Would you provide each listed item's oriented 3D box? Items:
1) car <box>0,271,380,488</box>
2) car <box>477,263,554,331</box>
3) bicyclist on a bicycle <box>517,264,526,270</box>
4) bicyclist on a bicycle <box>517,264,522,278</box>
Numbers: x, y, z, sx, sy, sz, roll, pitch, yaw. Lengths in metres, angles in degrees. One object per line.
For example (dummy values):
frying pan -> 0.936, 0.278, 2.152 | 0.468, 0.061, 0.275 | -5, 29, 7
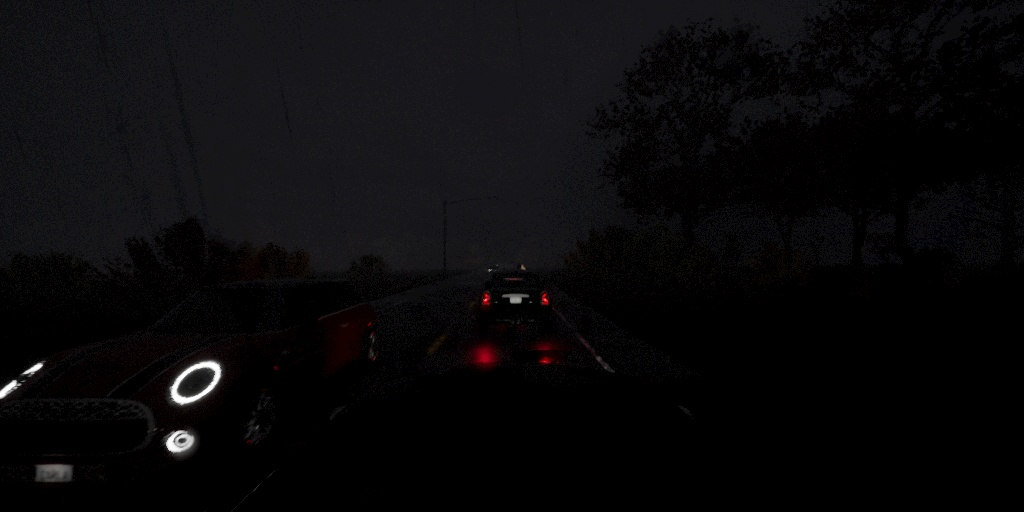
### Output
car -> -3.604, 1.143, 5.070 | 2.097, 1.767, 4.553 | 0, -1, 0
car -> 0.093, 1.225, 11.670 | 2.097, 1.767, 4.553 | 0, -1, 0
bicyclist on a bicycle -> 0.896, 1.545, 31.032 | 0.866, 1.612, 1.509 | 0, -1, 0
bicyclist on a bicycle -> 0.836, 1.685, 41.148 | 0.582, 1.620, 1.656 | 0, -1, 0
